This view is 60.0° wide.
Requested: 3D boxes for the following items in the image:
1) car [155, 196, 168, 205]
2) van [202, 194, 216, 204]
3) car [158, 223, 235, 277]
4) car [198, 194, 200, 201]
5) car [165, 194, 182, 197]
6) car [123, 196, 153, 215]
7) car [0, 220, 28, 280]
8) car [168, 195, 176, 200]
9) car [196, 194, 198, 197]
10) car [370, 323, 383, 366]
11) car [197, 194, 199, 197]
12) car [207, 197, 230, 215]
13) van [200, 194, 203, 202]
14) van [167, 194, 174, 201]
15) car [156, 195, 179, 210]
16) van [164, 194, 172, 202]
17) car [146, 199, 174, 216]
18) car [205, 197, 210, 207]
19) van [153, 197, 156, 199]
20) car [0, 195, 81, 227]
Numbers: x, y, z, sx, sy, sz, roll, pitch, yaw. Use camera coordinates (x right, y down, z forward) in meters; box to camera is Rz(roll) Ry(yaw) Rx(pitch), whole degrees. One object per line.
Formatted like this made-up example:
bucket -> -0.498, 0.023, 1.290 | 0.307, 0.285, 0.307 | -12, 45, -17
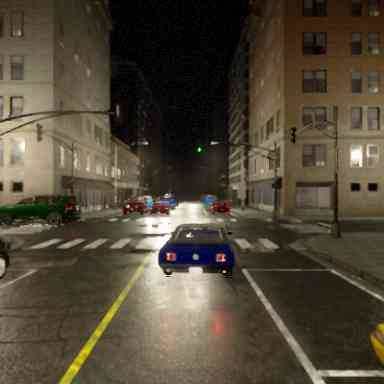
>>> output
car -> -5.659, 1.467, 61.469 | 1.967, 1.590, 4.097 | 0, 0, 0
van -> 2.864, 1.362, 50.464 | 1.690, 1.788, 3.998 | 0, 0, 0
car -> 0.311, 1.603, 10.235 | 1.895, 1.301, 4.718 | 0, 0, 6
car -> 2.868, 1.615, 72.470 | 1.802, 1.307, 4.206 | 0, 0, 0
car -> -3.059, 1.500, 52.633 | 1.882, 1.535, 5.008 | 0, 0, 1
car -> -5.664, 1.327, 33.962 | 2.192, 1.841, 5.009 | 0, 0, 0
car -> -5.668, 1.552, 7.188 | 2.008, 1.369, 4.403 | 0, 0, 0
car -> -5.654, 1.613, 94.477 | 1.947, 1.339, 4.313 | 0, 0, 0
car -> 2.870, 1.358, 88.974 | 2.192, 1.841, 5.009 | 0, 0, 0
car -> 2.856, 1.526, 1.831 | 1.752, 1.417, 4.829 | 0, 0, 0
car -> 2.870, 1.621, 83.472 | 1.802, 1.307, 4.206 | 0, 0, 0
car -> 2.862, 1.557, 33.960 | 1.887, 1.381, 4.507 | 0, 0, 0
van -> 2.866, 1.368, 61.467 | 1.690, 1.788, 3.998 | 0, 0, 0
van -> -5.655, 1.384, 88.975 | 1.690, 1.788, 3.998 | 0, 0, 0
car -> -3.086, 1.495, 42.597 | 1.882, 1.535, 5.008 | 0, 0, 0
van -> -5.657, 1.377, 77.974 | 1.690, 1.788, 3.998 | 0, 0, 0
car -> -3.095, 1.613, 33.151 | 1.895, 1.301, 4.718 | 0, 0, 0
car -> 2.863, 1.581, 39.461 | 1.947, 1.339, 4.313 | 0, 0, 0
van -> -5.663, 1.356, 39.463 | 1.690, 1.788, 3.998 | 0, 0, 0
car -> -10.504, 1.239, 22.781 | 5.566, 2.045, 2.150 | 0, -2, 3
